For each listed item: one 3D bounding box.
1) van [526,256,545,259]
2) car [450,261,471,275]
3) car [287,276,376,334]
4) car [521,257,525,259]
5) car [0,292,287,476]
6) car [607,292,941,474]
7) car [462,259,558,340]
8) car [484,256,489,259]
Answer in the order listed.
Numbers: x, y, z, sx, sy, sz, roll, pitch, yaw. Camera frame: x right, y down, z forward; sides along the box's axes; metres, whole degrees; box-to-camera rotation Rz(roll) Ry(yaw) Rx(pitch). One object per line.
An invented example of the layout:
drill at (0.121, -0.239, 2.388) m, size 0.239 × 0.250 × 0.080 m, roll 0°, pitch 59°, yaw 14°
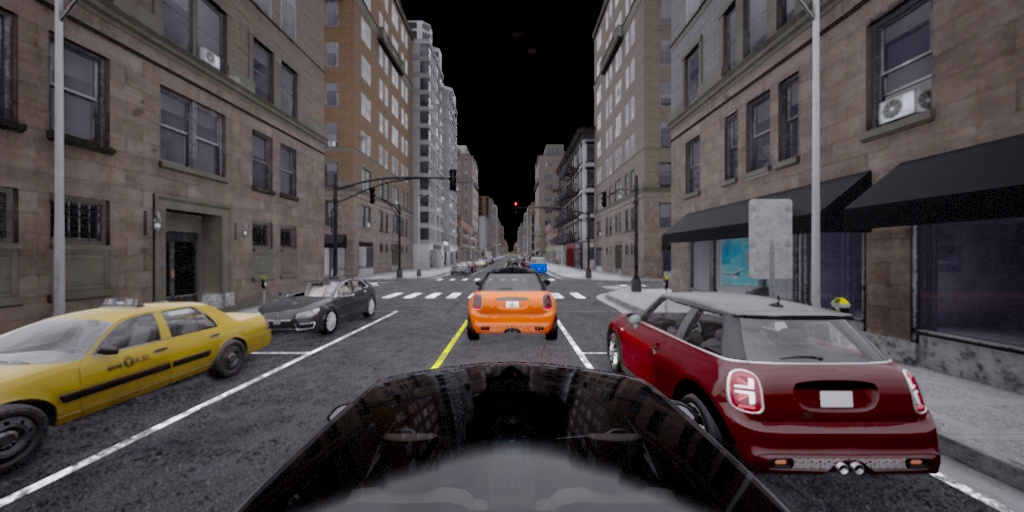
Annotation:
van at (2.700, 1.042, 37.458) m, size 1.690 × 1.789 × 3.998 m, roll 0°, pitch 0°, yaw 0°
car at (-5.325, 1.252, 37.463) m, size 2.007 × 1.370 × 4.403 m, roll 0°, pitch 0°, yaw 0°
car at (-5.372, 1.289, 10.381) m, size 2.007 × 1.370 × 4.403 m, roll 0°, pitch 0°, yaw 0°
car at (2.740, 1.249, 60.183) m, size 1.802 × 1.307 × 4.207 m, roll 0°, pitch 0°, yaw 0°
car at (-5.382, 1.271, 4.693) m, size 1.751 × 1.417 × 4.829 m, roll 0°, pitch 0°, yaw 0°
car at (2.643, 1.186, 4.858) m, size 1.967 × 1.591 × 4.097 m, roll 0°, pitch 0°, yaw 0°
car at (0.026, 1.091, 10.077) m, size 2.097 × 1.767 × 4.553 m, roll 0°, pitch 0°, yaw 1°
car at (-5.286, 1.192, 60.021) m, size 1.751 × 1.417 × 4.829 m, roll 0°, pitch 0°, yaw 0°
